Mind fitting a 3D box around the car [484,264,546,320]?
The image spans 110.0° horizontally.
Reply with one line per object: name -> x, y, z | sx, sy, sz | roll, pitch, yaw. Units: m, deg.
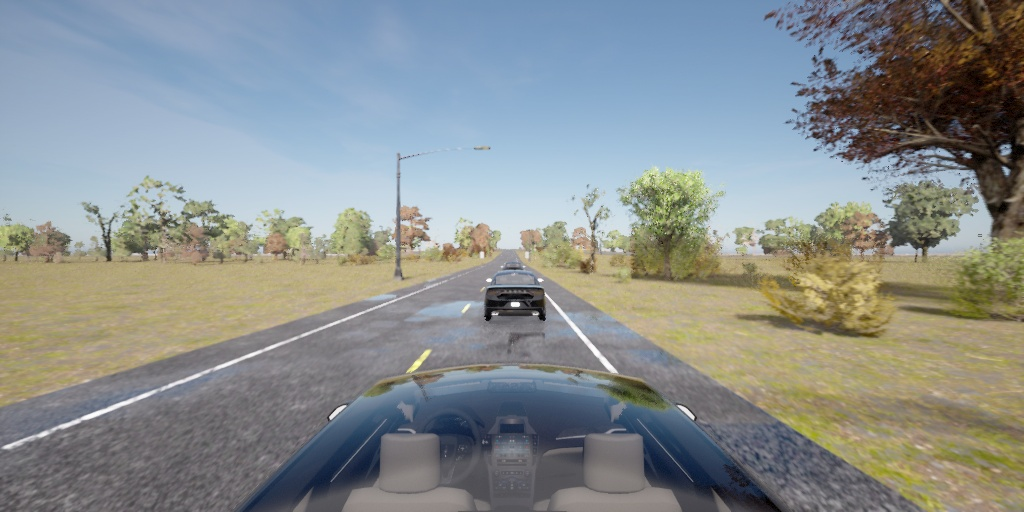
car -> 0.095, 1.226, 12.676 | 1.882, 1.535, 5.008 | 0, 0, 0

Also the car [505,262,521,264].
car -> 0.092, 1.245, 30.996 | 1.837, 1.490, 4.892 | 0, 0, 0
